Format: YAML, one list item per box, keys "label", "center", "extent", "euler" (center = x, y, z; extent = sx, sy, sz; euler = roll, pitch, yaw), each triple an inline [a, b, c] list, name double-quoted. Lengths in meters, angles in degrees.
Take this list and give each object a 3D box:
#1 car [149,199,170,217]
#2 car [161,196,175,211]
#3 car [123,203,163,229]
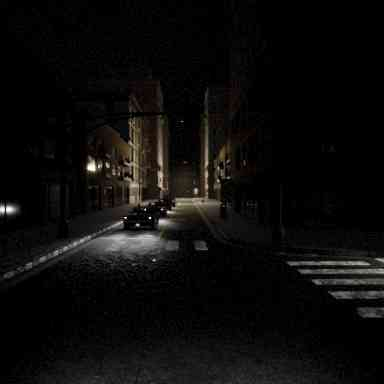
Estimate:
- label: "car"
  center: [-3.340, 1.592, 30.888]
  extent: [1.895, 1.301, 4.718]
  euler: [0, 0, -1]
- label: "car"
  center: [-3.465, 1.548, 40.161]
  extent: [1.994, 1.385, 4.181]
  euler: [0, 0, 0]
- label: "car"
  center: [-3.195, 1.597, 21.590]
  extent: [1.895, 1.301, 4.718]
  euler: [0, 0, -1]
